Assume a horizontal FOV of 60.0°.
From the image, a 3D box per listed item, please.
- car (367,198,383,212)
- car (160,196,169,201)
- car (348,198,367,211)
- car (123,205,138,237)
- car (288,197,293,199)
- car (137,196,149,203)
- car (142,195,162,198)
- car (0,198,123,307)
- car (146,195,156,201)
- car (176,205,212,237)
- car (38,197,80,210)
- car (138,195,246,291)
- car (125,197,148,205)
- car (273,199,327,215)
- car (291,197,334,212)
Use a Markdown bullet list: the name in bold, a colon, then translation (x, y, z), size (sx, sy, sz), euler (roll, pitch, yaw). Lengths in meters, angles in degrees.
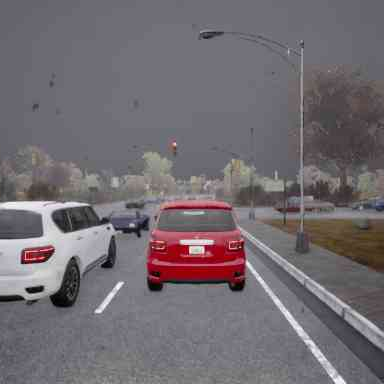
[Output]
- **car**: translation (23.085, 1.212, 37.008), size (5.566, 2.045, 2.150), euler (0, 0, 3)
- **car**: translation (-7.058, 1.589, 86.592), size (1.895, 1.301, 4.718), euler (0, 0, 0)
- **car**: translation (21.732, 1.498, 40.588), size (4.892, 1.490, 1.837), euler (0, 0, 3)
- **car**: translation (-3.412, 1.601, 17.860), size (1.895, 1.301, 4.718), euler (0, 0, 0)
- **car**: translation (12.602, 1.352, 41.081), size (4.553, 1.767, 2.097), euler (0, 0, 3)
- **car**: translation (-10.553, 1.552, 72.123), size (1.994, 1.385, 4.181), euler (0, 0, 0)
- **car**: translation (-7.120, 1.353, 59.220), size (2.097, 1.767, 4.553), euler (0, 0, 0)
- **car**: translation (-3.406, 1.221, 8.092), size (2.150, 2.045, 5.566), euler (0, 0, 0)
- **car**: translation (-10.558, 1.548, 86.373), size (1.994, 1.385, 4.181), euler (0, 0, 0)
- **car**: translation (0.087, 1.526, 18.847), size (1.812, 1.442, 4.674), euler (0, 0, 0)
- **car**: translation (-17.046, 1.491, 42.894), size (4.902, 1.511, 2.128), euler (0, 1, -16)
- **car**: translation (0.091, 1.221, 9.153), size (2.150, 2.045, 5.566), euler (0, 0, 0)
- **car**: translation (-7.130, 1.601, 41.932), size (1.895, 1.301, 4.718), euler (0, 0, 0)
- **car**: translation (10.823, 1.601, 33.930), size (4.718, 1.301, 1.895), euler (0, 0, 3)
- **car**: translation (13.750, 1.564, 37.511), size (4.181, 1.385, 1.994), euler (0, 0, 3)
